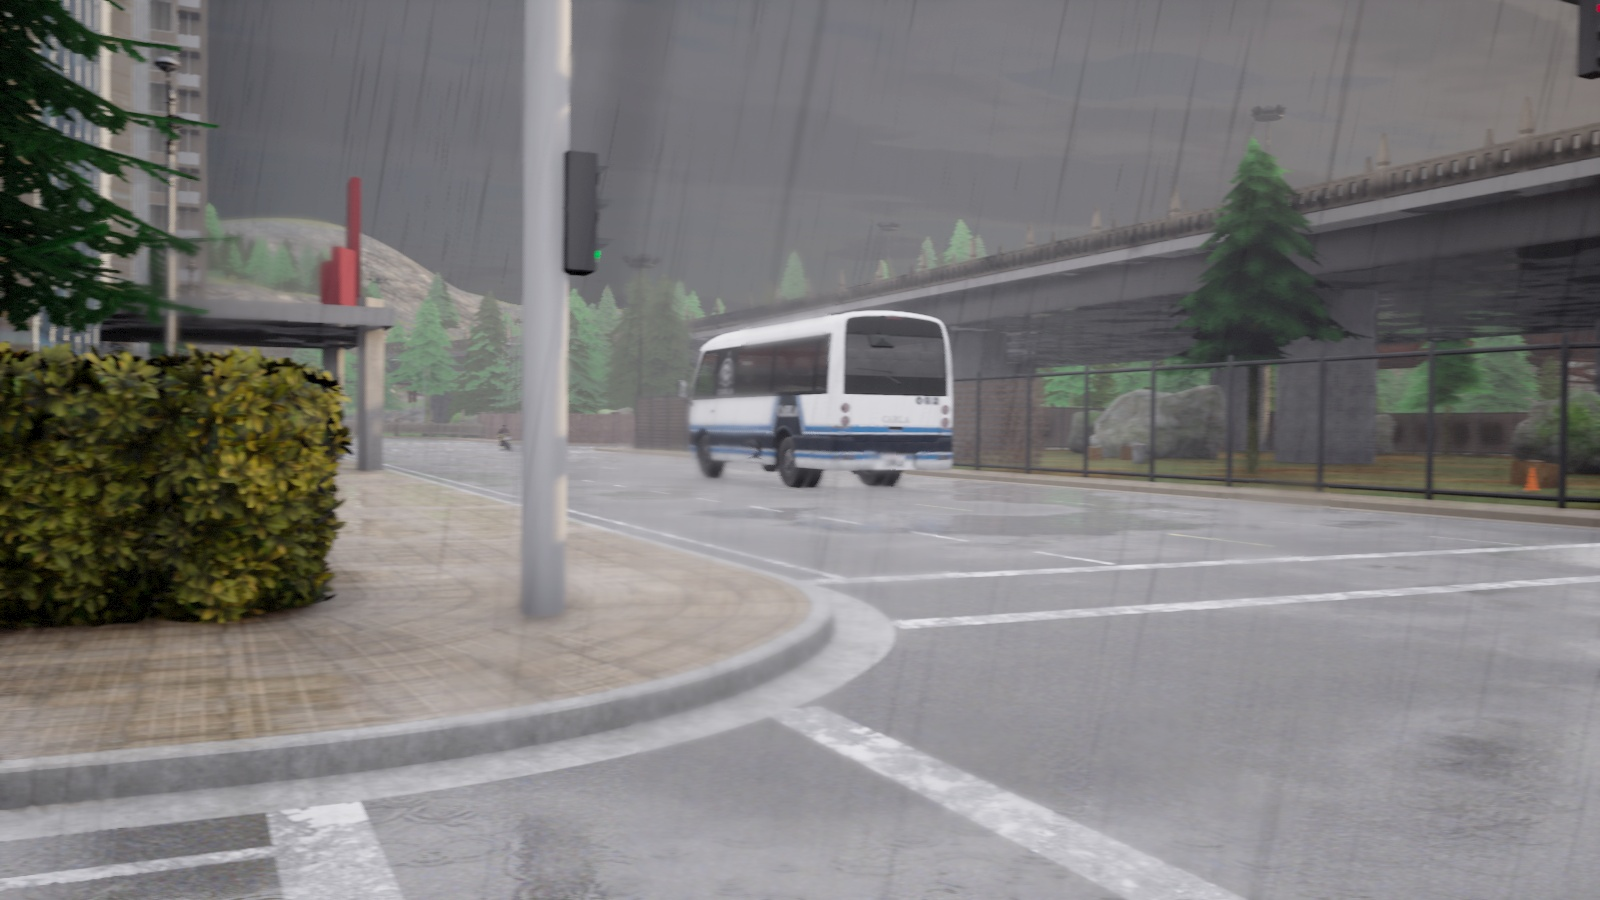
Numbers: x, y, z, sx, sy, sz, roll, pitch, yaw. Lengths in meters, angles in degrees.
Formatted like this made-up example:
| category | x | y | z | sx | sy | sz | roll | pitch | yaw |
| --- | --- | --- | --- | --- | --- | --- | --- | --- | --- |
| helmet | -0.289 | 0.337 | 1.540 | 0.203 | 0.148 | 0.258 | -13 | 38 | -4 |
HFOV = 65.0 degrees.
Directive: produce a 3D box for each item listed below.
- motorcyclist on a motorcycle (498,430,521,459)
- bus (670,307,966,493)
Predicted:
| category | x | y | z | sx | sy | sz | roll | pitch | yaw |
| --- | --- | --- | --- | --- | --- | --- | --- | --- | --- |
| motorcyclist on a motorcycle | -15.859 | -0.301 | 68.426 | 0.797 | 1.523 | 2.044 | -1 | 1 | -25 |
| bus | 0.051 | -1.231 | 34.201 | 3.944 | 4.253 | 10.273 | -1 | 1 | -25 |
